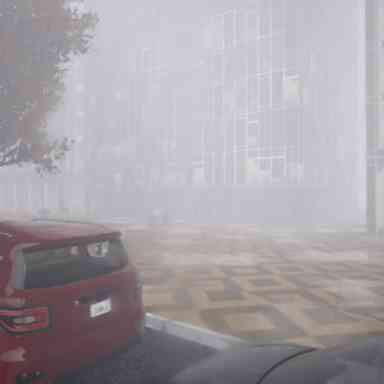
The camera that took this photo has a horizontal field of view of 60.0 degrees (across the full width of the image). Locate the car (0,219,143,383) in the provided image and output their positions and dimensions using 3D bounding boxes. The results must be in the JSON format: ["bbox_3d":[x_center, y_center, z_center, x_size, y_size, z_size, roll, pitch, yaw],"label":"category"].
[{"bbox_3d":[-2.922,1.340,4.958,5.009,1.841,2.192,0,0,35],"label":"car"}]

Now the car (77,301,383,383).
[{"bbox_3d":[1.577,1.564,1.753,4.313,1.339,1.947,0,0,35],"label":"car"}]
